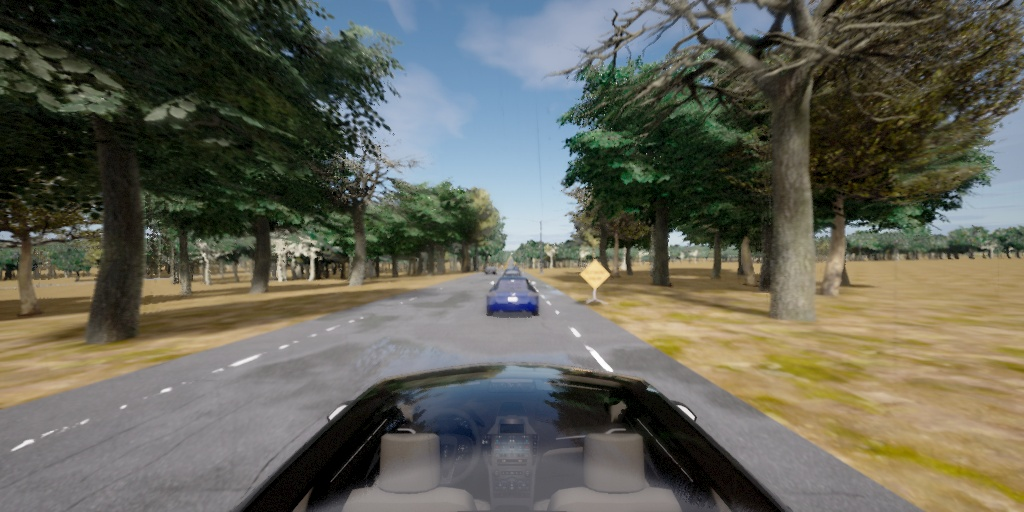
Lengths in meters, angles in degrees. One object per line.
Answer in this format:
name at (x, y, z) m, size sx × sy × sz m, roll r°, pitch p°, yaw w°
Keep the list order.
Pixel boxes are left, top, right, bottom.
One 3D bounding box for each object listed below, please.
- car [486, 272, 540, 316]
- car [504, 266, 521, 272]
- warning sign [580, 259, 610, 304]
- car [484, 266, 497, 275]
car at (0.048, 1.504, 14.443) m, size 1.994 × 1.385 × 4.181 m, roll 0°, pitch -1°, yaw 1°
car at (0.054, 1.768, 29.950) m, size 1.812 × 1.442 × 4.674 m, roll 0°, pitch -1°, yaw 0°
warning sign at (3.552, 1.071, 15.423) m, size 1.300 × 1.860 × 1.060 m, roll 0°, pitch 0°, yaw 0°
car at (-3.548, 2.366, 59.155) m, size 1.882 × 1.535 × 5.008 m, roll 0°, pitch -1°, yaw 1°
